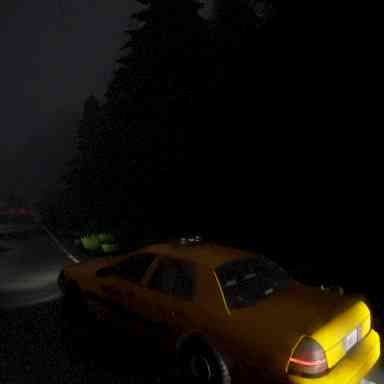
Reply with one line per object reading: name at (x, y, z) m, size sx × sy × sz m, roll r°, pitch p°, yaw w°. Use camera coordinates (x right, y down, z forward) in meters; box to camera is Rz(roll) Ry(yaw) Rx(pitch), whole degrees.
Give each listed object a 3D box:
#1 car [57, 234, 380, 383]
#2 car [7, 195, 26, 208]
car at (-0.250, 1.417, 5.093) m, size 5.366 × 1.575 × 1.801 m, roll 1°, pitch 1°, yaw 44°
car at (-21.085, 1.059, 40.096) m, size 2.128 × 1.511 × 4.902 m, roll -2°, pitch 2°, yaw -26°
